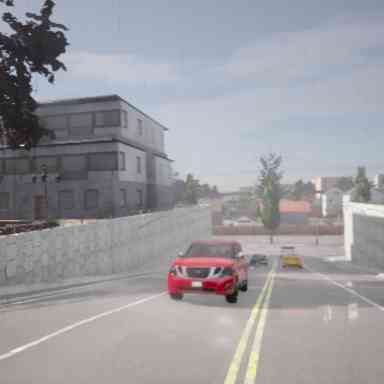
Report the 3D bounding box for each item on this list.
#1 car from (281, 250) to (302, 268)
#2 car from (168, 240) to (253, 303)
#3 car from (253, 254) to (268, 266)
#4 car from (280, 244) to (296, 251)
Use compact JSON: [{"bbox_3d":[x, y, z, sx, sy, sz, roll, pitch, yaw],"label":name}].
[{"bbox_3d":[11.063,7.558,36.811,1.882,1.535,5.008,-2,-10,15],"label":"car"},{"bbox_3d":[0.863,2.850,12.631,2.150,2.045,5.566,-2,-10,15],"label":"car"},{"bbox_3d":[8.006,8.073,39.521,1.895,1.301,4.718,-2,-9,15],"label":"car"},{"bbox_3d":[14.685,9.015,50.761,2.150,2.045,5.566,-2,-6,15],"label":"car"}]
